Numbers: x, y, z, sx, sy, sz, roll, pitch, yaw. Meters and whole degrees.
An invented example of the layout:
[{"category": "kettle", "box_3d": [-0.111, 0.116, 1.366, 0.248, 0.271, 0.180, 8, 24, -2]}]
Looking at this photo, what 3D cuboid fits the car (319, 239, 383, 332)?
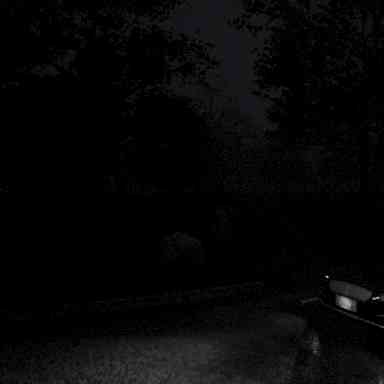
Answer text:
[{"category": "car", "box_3d": [4.564, 1.419, 6.129, 4.902, 1.511, 2.128, 0, 1, -25]}]
